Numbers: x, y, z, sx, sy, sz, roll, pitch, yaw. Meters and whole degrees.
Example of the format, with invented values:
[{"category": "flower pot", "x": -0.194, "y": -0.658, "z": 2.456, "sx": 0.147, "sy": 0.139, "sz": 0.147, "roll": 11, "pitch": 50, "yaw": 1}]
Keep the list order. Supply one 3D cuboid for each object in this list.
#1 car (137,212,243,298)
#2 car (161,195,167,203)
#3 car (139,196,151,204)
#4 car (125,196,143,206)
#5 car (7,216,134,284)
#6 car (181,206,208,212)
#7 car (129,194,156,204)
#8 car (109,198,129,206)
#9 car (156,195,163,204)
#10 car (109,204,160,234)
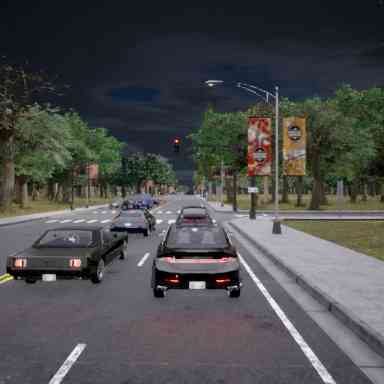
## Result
[{"category": "car", "x": 0.107, "y": 1.493, "z": 8.513, "sx": 2.128, "sy": 1.511, "sz": 4.902, "roll": 0, "pitch": 0, "yaw": 0}, {"category": "car", "x": -6.373, "y": 1.413, "z": 69.080, "sx": 2.097, "sy": 1.767, "sz": 4.553, "roll": 0, "pitch": 0, "yaw": 0}, {"category": "car", "x": -9.623, "y": 1.563, "z": 68.707, "sx": 1.837, "sy": 1.490, "sz": 4.892, "roll": 0, "pitch": 0, "yaw": 0}, {"category": "car", "x": -9.733, "y": 1.534, "z": 56.015, "sx": 2.128, "sy": 1.511, "sz": 4.902, "roll": 0, "pitch": 0, "yaw": 0}, {"category": "car", "x": -3.139, "y": 1.603, "z": 9.578, "sx": 1.895, "sy": 1.301, "sz": 4.718, "roll": 0, "pitch": 0, "yaw": 0}, {"category": "car", "x": 0.115, "y": 1.512, "z": 17.932, "sx": 1.837, "sy": 1.490, "sz": 4.892, "roll": 0, "pitch": 0, "yaw": 0}, {"category": "car", "x": -6.511, "y": 1.251, "z": 44.582, "sx": 2.150, "sy": 2.045, "sz": 5.566, "roll": 0, "pitch": 0, "yaw": 0}, {"category": "car", "x": -9.753, "y": 1.522, "z": 44.931, "sx": 2.128, "sy": 1.511, "sz": 4.902, "roll": 0, "pitch": 0, "yaw": 2}, {"category": "car", "x": -6.484, "y": 1.643, "z": 55.782, "sx": 1.895, "sy": 1.301, "sz": 4.718, "roll": 0, "pitch": 0, "yaw": 0}, {"category": "car", "x": -3.137, "y": 1.571, "z": 18.333, "sx": 1.994, "sy": 1.385, "sz": 4.181, "roll": 0, "pitch": 0, "yaw": 0}]
